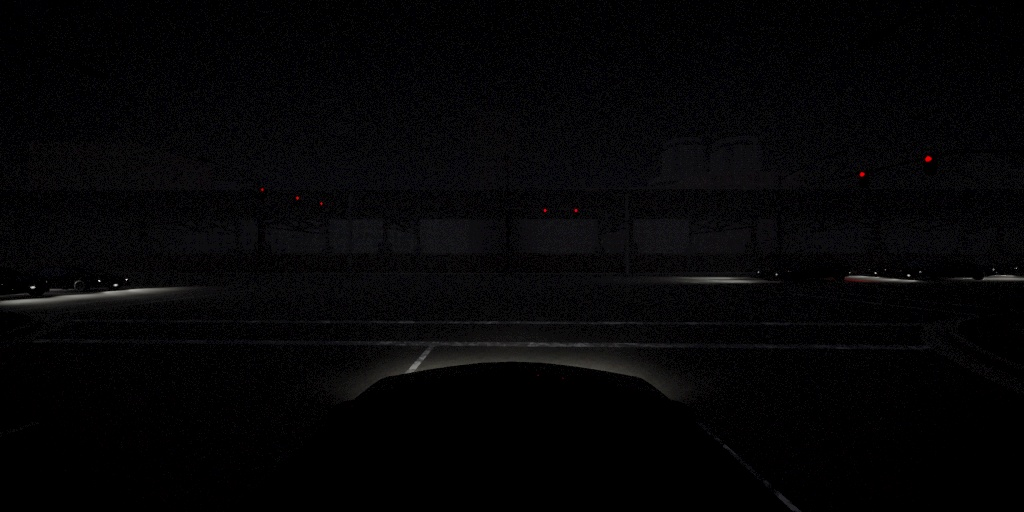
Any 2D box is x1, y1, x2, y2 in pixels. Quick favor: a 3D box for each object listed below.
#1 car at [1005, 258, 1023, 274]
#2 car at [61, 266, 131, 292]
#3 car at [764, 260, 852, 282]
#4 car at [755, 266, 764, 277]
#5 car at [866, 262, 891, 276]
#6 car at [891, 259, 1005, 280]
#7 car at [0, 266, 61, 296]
[{"bbox_3d":[43.072,0.824,29.437,5.357,1.411,2.033,-1,0,1],"label":"car"},{"bbox_3d":[-25.284,1.274,20.545,5.357,1.411,2.033,0,0,2],"label":"car"},{"bbox_3d":[22.054,1.070,26.489,4.902,1.511,2.128,-1,0,1],"label":"car"},{"bbox_3d":[23.111,1.056,29.970,4.902,1.511,2.128,-1,0,2],"label":"car"},{"bbox_3d":[32.851,0.991,29.712,5.357,1.411,2.033,-1,0,1],"label":"car"},{"bbox_3d":[31.762,1.010,26.240,5.357,1.411,2.033,-1,0,1],"label":"car"},{"bbox_3d":[-25.110,1.237,17.041,4.892,1.490,1.837,0,0,2],"label":"car"}]
